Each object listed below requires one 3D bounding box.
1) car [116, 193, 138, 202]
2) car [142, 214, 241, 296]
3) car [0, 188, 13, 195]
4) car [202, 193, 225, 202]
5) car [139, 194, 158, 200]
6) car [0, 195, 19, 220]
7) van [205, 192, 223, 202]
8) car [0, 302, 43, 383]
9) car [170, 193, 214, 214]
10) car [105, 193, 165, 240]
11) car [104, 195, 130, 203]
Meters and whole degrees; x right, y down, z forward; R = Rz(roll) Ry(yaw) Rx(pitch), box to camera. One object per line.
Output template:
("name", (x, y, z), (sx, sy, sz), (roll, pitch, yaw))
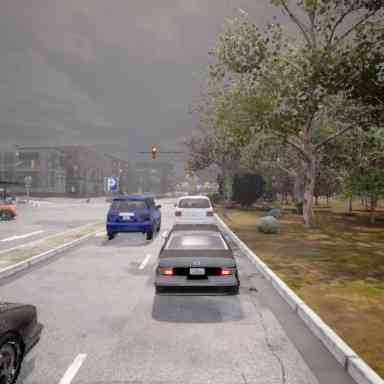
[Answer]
("car", (-13.830, 1.197, 70.720), (4.553, 1.767, 2.185), (-1, 0, -14))
("car", (0.091, 1.556, 8.820), (2.033, 1.411, 5.357), (0, 0, 0))
("car", (-31.263, 0.138, 55.613), (2.002, 1.452, 4.674), (6, -3, -19))
("car", (4.543, 1.143, 70.372), (4.553, 1.767, 2.185), (1, 0, -14))
("car", (-11.609, 1.358, 88.714), (4.674, 1.452, 2.002), (-1, 0, -12))
("car", (-16.674, 1.405, 26.964), (4.553, 1.767, 2.185), (-1, 0, -19))
("van", (4.165, 1.044, 67.402), (4.442, 1.987, 1.878), (1, 0, -14))
("car", (-2.906, 1.549, 1.964), (2.033, 1.411, 5.357), (0, 0, 0))
("car", (0.119, 1.246, 19.069), (2.150, 2.045, 5.566), (0, 0, 0))
("car", (-2.891, 1.245, 17.432), (2.150, 2.045, 5.566), (0, 0, 0))
("car", (-14.558, 1.359, 64.774), (4.792, 1.488, 2.163), (-1, 0, -15))
